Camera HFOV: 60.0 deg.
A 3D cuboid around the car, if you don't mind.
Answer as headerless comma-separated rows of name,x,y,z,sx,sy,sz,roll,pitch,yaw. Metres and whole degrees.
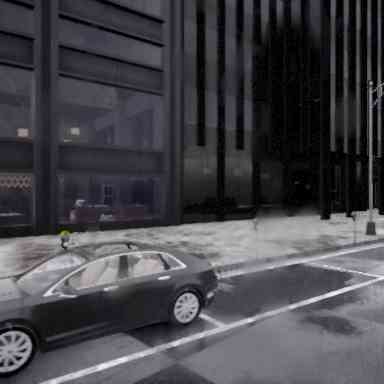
car,-1.568,1.549,5.413,4.403,1.369,2.008,0,0,-36
